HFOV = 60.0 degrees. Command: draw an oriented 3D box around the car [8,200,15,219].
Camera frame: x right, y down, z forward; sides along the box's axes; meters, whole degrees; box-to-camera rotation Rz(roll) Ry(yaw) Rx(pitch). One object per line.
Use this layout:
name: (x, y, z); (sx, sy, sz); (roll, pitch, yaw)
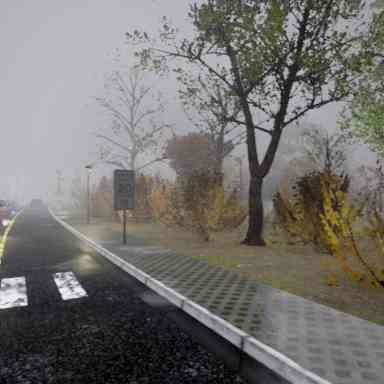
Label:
car: (-17.627, 1.466, 30.117); (2.097, 1.767, 4.553); (0, 0, -25)

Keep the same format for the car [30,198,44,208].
car: (-25.061, 1.759, 53.846); (1.882, 1.535, 5.008); (0, 0, -23)

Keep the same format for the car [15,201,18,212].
car: (-23.079, 1.752, 41.996); (2.033, 1.411, 5.357); (0, 0, -24)

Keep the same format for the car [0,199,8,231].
car: (-13.067, 1.276, 20.813); (2.150, 2.045, 5.566); (0, 0, -27)
